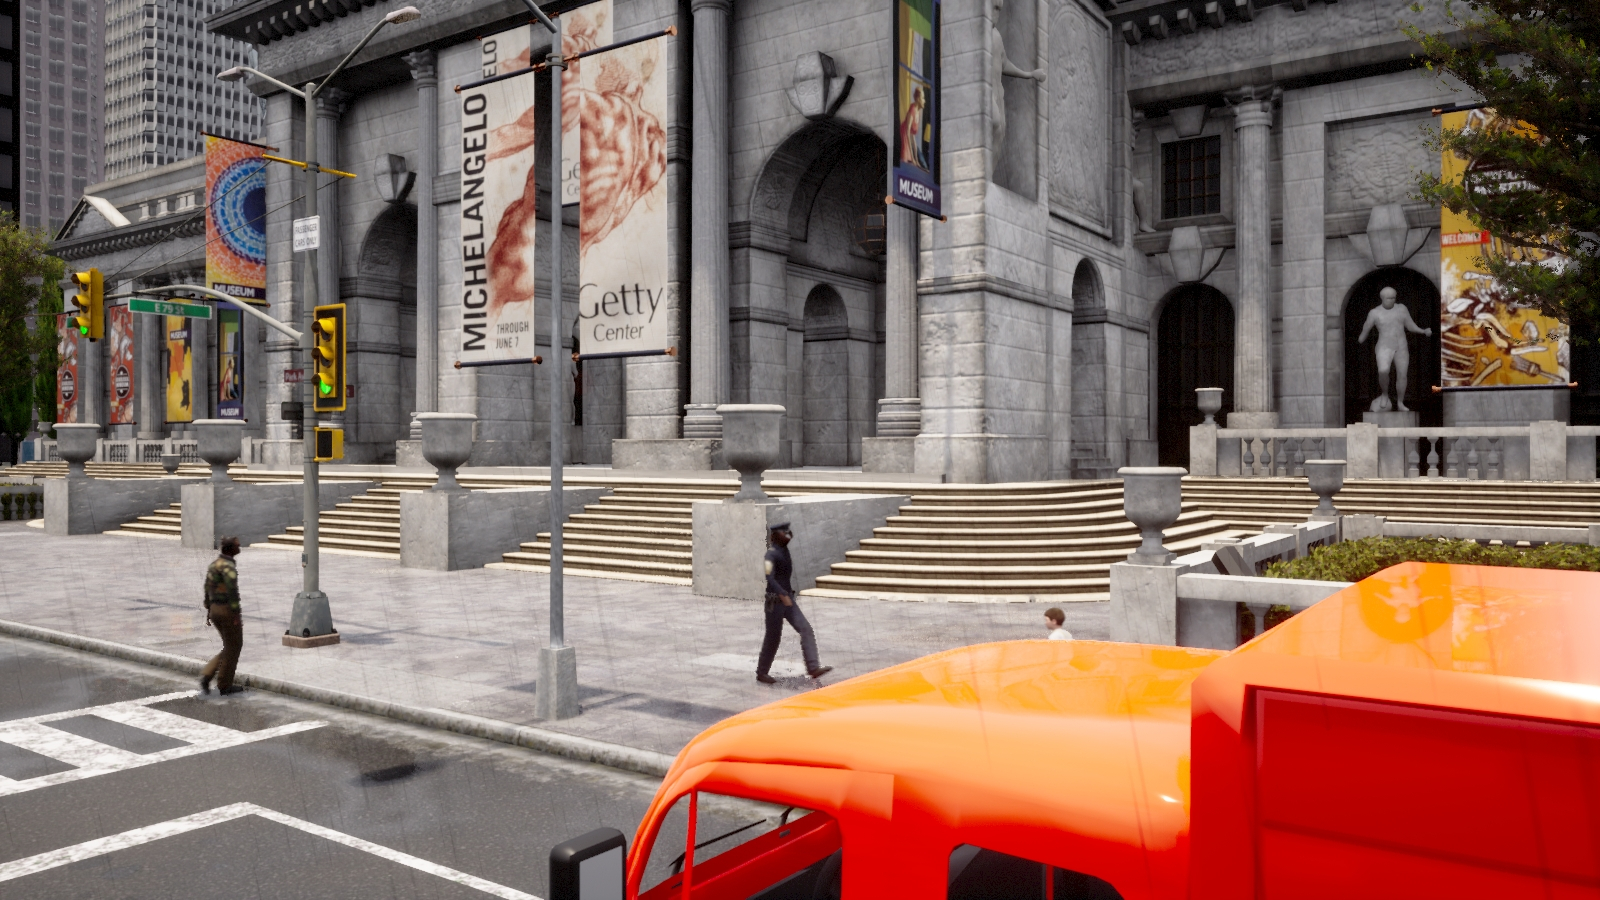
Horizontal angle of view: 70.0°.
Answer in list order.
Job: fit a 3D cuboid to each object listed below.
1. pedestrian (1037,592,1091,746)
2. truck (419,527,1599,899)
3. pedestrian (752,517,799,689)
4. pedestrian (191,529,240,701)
[{"bbox_3d":[2.403,1.974,10.381,0.375,1.300,0.375,0,0,32],"label":"pedestrian"},{"bbox_3d":[1.936,1.566,2.414,5.204,2.467,2.627,0,0,35],"label":"truck"},{"bbox_3d":[-0.274,1.693,12.814,0.375,1.860,0.375,0,0,31],"label":"pedestrian"},{"bbox_3d":[-6.590,1.842,12.886,0.375,1.860,0.375,0,0,38],"label":"pedestrian"}]
